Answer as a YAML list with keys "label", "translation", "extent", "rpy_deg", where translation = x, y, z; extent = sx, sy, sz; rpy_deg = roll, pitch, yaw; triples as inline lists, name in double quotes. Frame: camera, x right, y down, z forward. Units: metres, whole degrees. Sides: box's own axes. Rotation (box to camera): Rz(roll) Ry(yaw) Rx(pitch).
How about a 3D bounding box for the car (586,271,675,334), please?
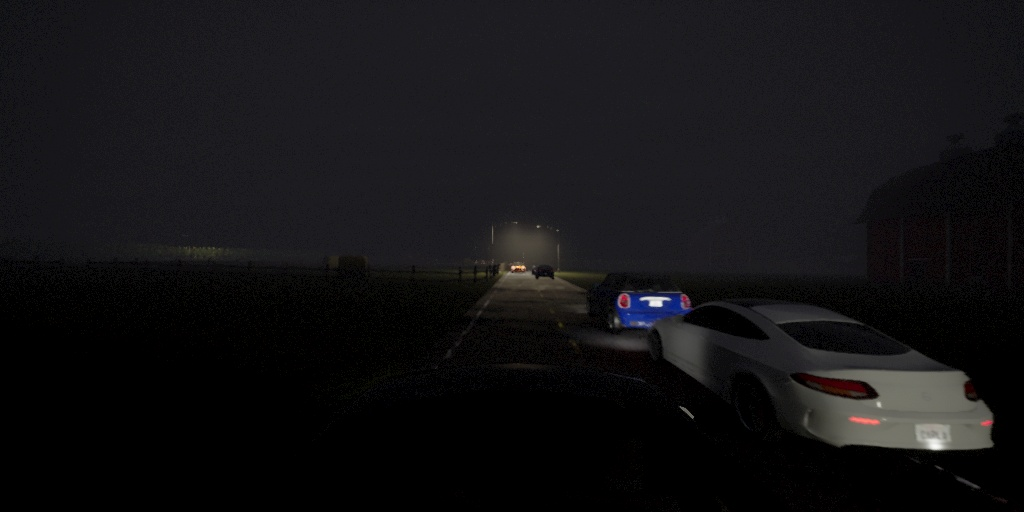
- label: "car"
  translation: [3.714, 1.252, 11.308]
  extent: [2.097, 1.767, 4.553]
  rpy_deg: [1, -1, 1]

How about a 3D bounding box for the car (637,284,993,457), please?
- label: "car"
  translation: [3.603, 1.356, 5.338]
  extent: [1.812, 1.442, 4.674]
  rpy_deg: [1, -1, 1]

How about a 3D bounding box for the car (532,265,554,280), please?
- label: "car"
  translation: [3.467, 1.689, 38.772]
  extent: [1.882, 1.535, 5.008]
  rpy_deg: [1, -1, 1]

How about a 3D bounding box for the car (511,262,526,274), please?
- label: "car"
  translation: [0.917, 1.701, 53.632]
  extent: [2.097, 1.767, 4.553]
  rpy_deg: [1, -1, 1]
